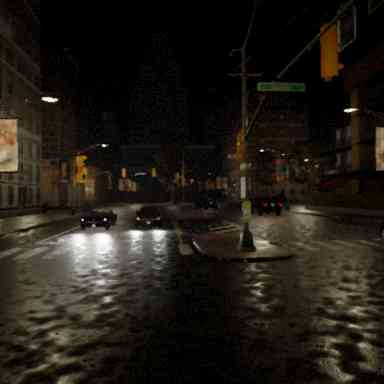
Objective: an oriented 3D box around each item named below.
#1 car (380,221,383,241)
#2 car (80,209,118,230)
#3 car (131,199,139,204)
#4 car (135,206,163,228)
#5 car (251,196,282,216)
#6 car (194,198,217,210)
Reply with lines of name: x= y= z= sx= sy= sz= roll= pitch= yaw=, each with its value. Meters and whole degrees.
car: x=9.576 y=1.468 z=13.244 sx=1.882 sy=1.535 sz=5.008 roll=0 pitch=0 yaw=-1
car: x=-6.548 y=1.892 z=23.729 sx=1.895 sy=1.301 sz=4.718 roll=-1 pitch=0 yaw=-5
car: x=-16.126 y=2.602 z=94.052 sx=1.895 sy=1.301 sz=4.718 roll=-1 pitch=0 yaw=-5
car: x=-3.092 y=1.777 z=24.361 sx=1.812 sy=1.442 sz=4.674 roll=-1 pitch=0 yaw=-5
car: x=7.666 y=1.420 z=35.076 sx=2.150 sy=2.045 sz=5.566 roll=-1 pitch=0 yaw=-5
car: x=1.976 y=1.749 z=49.928 sx=2.097 sy=1.767 sz=4.553 roll=-1 pitch=-1 yaw=-23
